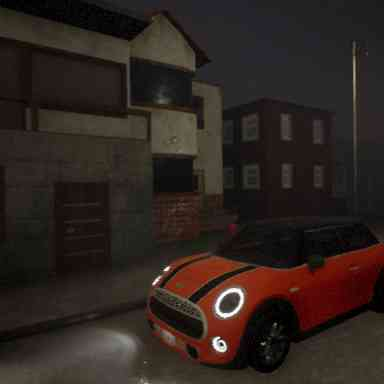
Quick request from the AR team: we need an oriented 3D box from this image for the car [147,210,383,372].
[{"bbox_3d":[1.514,1.268,5.671,4.553,1.767,2.097,-2,1,-35],"label":"car"}]
